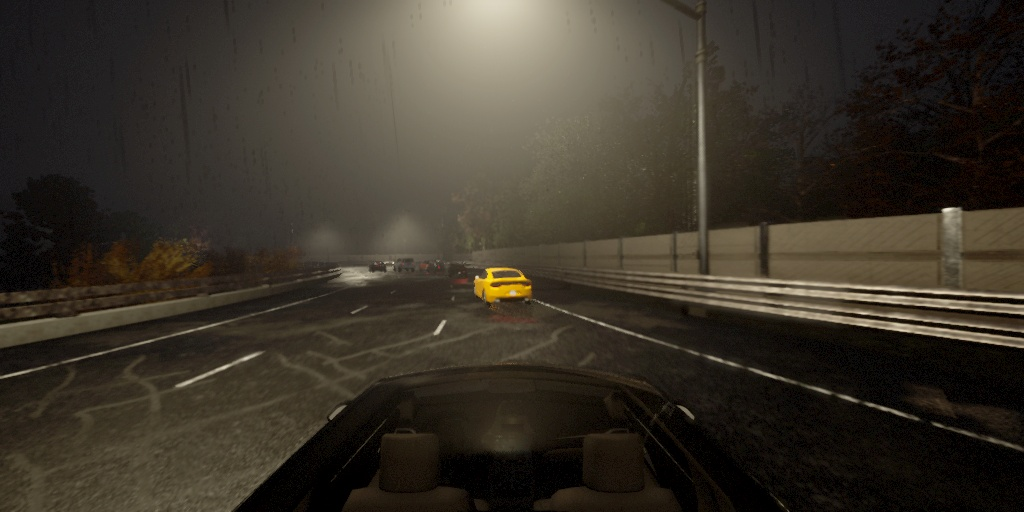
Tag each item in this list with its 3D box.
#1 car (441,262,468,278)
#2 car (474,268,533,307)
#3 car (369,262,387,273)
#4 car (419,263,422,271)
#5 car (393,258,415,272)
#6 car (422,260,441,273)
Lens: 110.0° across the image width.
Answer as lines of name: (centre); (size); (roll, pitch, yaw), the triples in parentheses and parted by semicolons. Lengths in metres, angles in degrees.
car: (-5.866, 1.404, 37.231); (1.837, 1.490, 4.892); (0, -1, -18)
car: (-0.529, 1.270, 16.079); (1.882, 1.535, 5.008); (-1, 0, -13)
car: (-19.060, 1.562, 50.890); (2.128, 1.511, 4.902); (0, 0, -29)
car: (-12.217, 1.357, 53.029); (2.097, 1.767, 4.553); (0, 0, -29)
car: (-15.579, 1.257, 51.818); (2.150, 2.045, 5.566); (0, 0, -29)
car: (-10.040, 1.519, 48.398); (2.033, 1.411, 5.357); (0, 0, -29)
